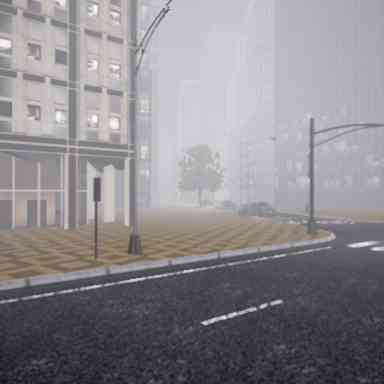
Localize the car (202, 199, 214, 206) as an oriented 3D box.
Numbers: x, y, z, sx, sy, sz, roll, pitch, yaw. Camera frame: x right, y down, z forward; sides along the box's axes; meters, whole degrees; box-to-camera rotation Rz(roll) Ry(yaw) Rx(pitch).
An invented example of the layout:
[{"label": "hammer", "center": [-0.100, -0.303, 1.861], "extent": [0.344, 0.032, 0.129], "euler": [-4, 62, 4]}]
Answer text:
[{"label": "car", "center": [3.128, 2.158, 68.344], "extent": [1.812, 1.442, 4.674], "euler": [0, -1, -7]}]

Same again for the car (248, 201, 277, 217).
[{"label": "car", "center": [7.377, 1.784, 35.258], "extent": [1.837, 1.490, 4.892], "euler": [0, 0, -7]}]

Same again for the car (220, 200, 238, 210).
[{"label": "car", "center": [5.457, 1.921, 49.920], "extent": [1.837, 1.490, 4.892], "euler": [0, -1, -7]}]
